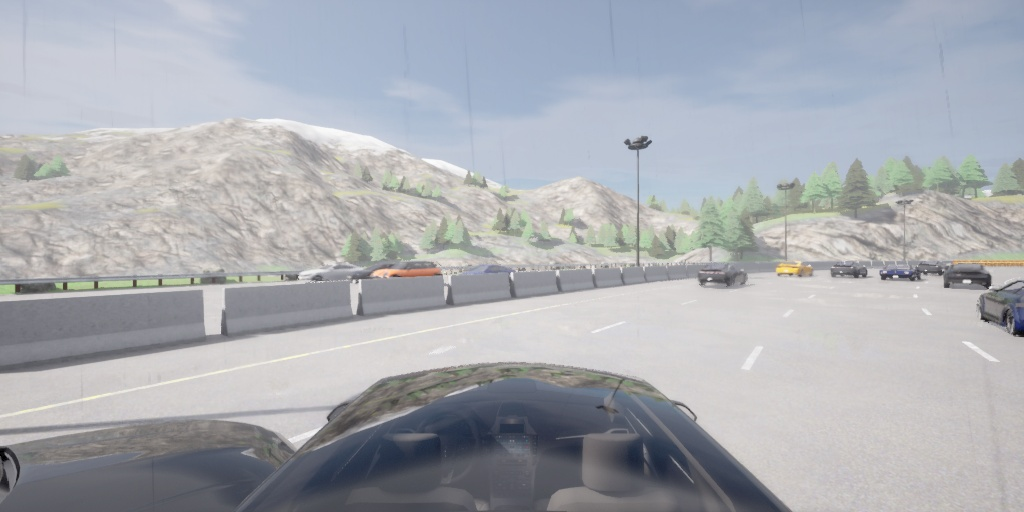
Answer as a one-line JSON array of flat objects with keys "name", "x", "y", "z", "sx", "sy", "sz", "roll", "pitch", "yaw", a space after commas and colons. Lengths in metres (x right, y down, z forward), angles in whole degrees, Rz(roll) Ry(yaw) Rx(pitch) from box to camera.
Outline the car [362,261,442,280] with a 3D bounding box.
[{"name": "car", "x": -6.772, "y": 1.102, "z": 23.084, "sx": 2.097, "sy": 1.767, "sz": 4.553, "roll": 0, "pitch": 0, "yaw": 43}]

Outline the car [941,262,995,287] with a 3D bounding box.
[{"name": "car", "x": 29.451, "y": 1.257, "z": 23.209, "sx": 4.892, "sy": 1.490, "sz": 1.837, "roll": -1, "pitch": 0, "yaw": -38}]

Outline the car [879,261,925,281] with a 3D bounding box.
[{"name": "car", "x": 32.280, "y": 1.351, "z": 29.742, "sx": 4.718, "sy": 1.301, "sz": 1.895, "roll": 0, "pitch": 0, "yaw": -35}]

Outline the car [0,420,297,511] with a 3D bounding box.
[{"name": "car", "x": -2.983, "y": 1.255, "z": 0.554, "sx": 4.892, "sy": 1.490, "sz": 1.837, "roll": 0, "pitch": 0, "yaw": -45}]

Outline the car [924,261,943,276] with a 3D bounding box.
[{"name": "car", "x": 43.308, "y": 1.242, "z": 36.891, "sx": 4.902, "sy": 1.511, "sz": 2.128, "roll": 0, "pitch": 0, "yaw": -31}]

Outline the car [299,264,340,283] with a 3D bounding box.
[{"name": "car", "x": -13.080, "y": 1.276, "z": 26.536, "sx": 1.812, "sy": 1.442, "sz": 4.674, "roll": 0, "pitch": 0, "yaw": 42}]

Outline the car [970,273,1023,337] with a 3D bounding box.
[{"name": "car", "x": 14.202, "y": 1.314, "z": 9.412, "sx": 1.994, "sy": 1.385, "sz": 4.181, "roll": 0, "pitch": 0, "yaw": 44}]

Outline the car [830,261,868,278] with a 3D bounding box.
[{"name": "car", "x": 31.370, "y": 1.242, "z": 33.367, "sx": 4.902, "sy": 1.511, "sz": 2.128, "roll": 0, "pitch": 0, "yaw": -35}]

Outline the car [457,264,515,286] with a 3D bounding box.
[{"name": "car", "x": -1.674, "y": 1.276, "z": 23.454, "sx": 1.812, "sy": 1.442, "sz": 4.674, "roll": 0, "pitch": 0, "yaw": 44}]

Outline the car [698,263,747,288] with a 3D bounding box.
[{"name": "car", "x": 14.153, "y": 1.241, "z": 24.028, "sx": 4.902, "sy": 1.511, "sz": 2.128, "roll": 0, "pitch": 0, "yaw": -43}]

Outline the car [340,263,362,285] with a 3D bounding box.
[{"name": "car", "x": -9.193, "y": 1.255, "z": 25.623, "sx": 1.837, "sy": 1.490, "sz": 4.892, "roll": 0, "pitch": 0, "yaw": 43}]

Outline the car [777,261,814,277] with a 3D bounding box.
[{"name": "car", "x": 27.689, "y": 1.228, "z": 35.027, "sx": 5.008, "sy": 1.535, "sz": 1.882, "roll": 0, "pitch": 0, "yaw": -36}]
